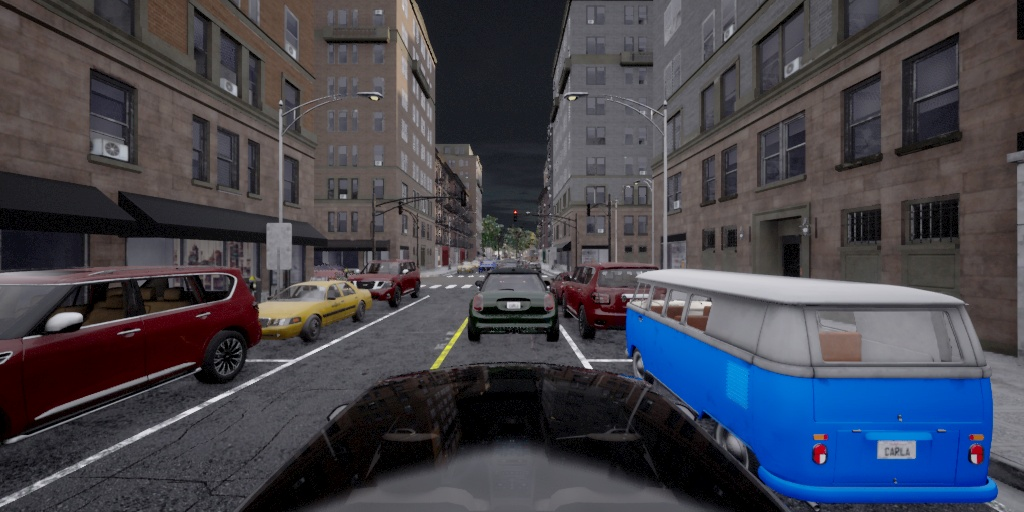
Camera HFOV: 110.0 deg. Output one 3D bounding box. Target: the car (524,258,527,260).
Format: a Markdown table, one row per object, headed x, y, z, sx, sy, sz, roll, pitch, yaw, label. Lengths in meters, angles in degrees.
| x | y | z | sx | sy | sz | roll | pitch | yaw | label |
| --- | --- | --- | --- | --- | --- | --- | --- | --- | --- |
| 2.579 | 1.300 | 42.673 | 2.007 | 1.370 | 4.403 | 0 | 0 | 0 | car |

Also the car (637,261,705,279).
| x | y | z | sx | sy | sz | roll | pitch | yaw | label |
| --- | --- | --- | --- | --- | --- | --- | --- | --- | --- |
| 13.589 | 1.172 | 30.834 | 4.902 | 1.511 | 2.128 | 0 | 0 | 0 | car |

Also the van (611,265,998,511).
| x | y | z | sx | sy | sz | roll | pitch | yaw | label |
| --- | --- | --- | --- | --- | --- | --- | --- | --- | --- |
| 2.635 | 1.091 | 4.307 | 1.690 | 1.789 | 3.998 | 0 | 0 | 0 | van |

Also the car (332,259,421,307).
| x | y | z | sx | sy | sz | roll | pitch | yaw | label |
| --- | --- | --- | --- | --- | --- | --- | --- | --- | --- |
| -5.420 | 1.064 | 15.654 | 2.192 | 1.841 | 5.009 | 0 | 0 | 0 | car |

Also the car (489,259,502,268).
| x | y | z | sx | sy | sz | roll | pitch | yaw | label |
| --- | --- | --- | --- | --- | --- | --- | --- | --- | --- |
| -2.903 | 1.315 | 62.935 | 1.994 | 1.385 | 4.181 | 0 | 0 | 0 | car |

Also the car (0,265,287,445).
| x | y | z | sx | sy | sz | roll | pitch | yaw | label |
| --- | --- | --- | --- | --- | --- | --- | --- | --- | --- |
| -5.402 | 1.065 | 4.298 | 2.192 | 1.841 | 5.009 | 0 | 0 | 0 | car |

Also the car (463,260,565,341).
| x | y | z | sx | sy | sz | roll | pitch | yaw | label |
| --- | --- | --- | --- | --- | --- | --- | --- | --- | --- |
| 0.022 | 1.102 | 10.015 | 2.097 | 1.767 | 4.553 | 0 | 0 | 0 | car |

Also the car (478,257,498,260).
| x | y | z | sx | sy | sz | roll | pitch | yaw | label |
| --- | --- | --- | --- | --- | --- | --- | --- | --- | --- |
| -2.902 | 1.227 | 42.908 | 1.882 | 1.535 | 5.008 | 0 | 0 | 0 | car |

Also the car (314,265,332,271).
| x | y | z | sx | sy | sz | roll | pitch | yaw | label |
| --- | --- | --- | --- | --- | --- | --- | --- | --- | --- |
| -14.012 | 1.367 | 27.808 | 4.181 | 1.385 | 1.994 | 0 | 0 | 0 | car |

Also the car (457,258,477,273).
| x | y | z | sx | sy | sz | roll | pitch | yaw | label |
| --- | --- | --- | --- | --- | --- | --- | --- | --- | --- |
| -5.474 | 1.274 | 42.492 | 1.751 | 1.417 | 4.829 | 0 | 0 | 0 | car |

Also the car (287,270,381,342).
| x | y | z | sx | sy | sz | roll | pitch | yaw | label |
| --- | --- | --- | --- | --- | --- | --- | --- | --- | --- |
| -5.411 | 1.275 | 9.805 | 1.751 | 1.417 | 4.829 | 0 | 0 | 0 | car |

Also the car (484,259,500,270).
| x | y | z | sx | sy | sz | roll | pitch | yaw | label |
| --- | --- | --- | --- | --- | --- | --- | --- | --- | --- |
| -2.915 | 1.241 | 52.875 | 2.128 | 1.511 | 4.902 | 0 | 0 | 0 | car |

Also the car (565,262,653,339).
| x | y | z | sx | sy | sz | roll | pitch | yaw | label |
| --- | --- | --- | --- | --- | --- | --- | --- | --- | --- |
| 2.626 | 1.065 | 9.986 | 2.192 | 1.841 | 5.009 | 0 | 0 | 0 | car |
